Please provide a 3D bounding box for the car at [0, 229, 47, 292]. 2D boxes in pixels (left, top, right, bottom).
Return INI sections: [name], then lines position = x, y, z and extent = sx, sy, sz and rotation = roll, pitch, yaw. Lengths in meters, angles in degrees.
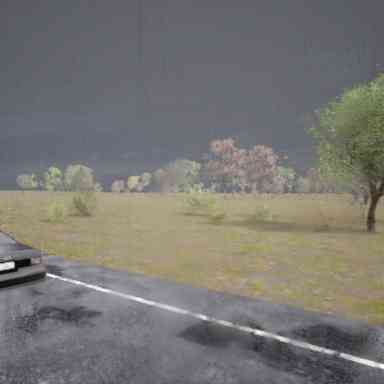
[car]
position = -5.629, 1.456, 7.891
extent = 5.357, 1.411, 2.033
rotation = 1, 0, 36
